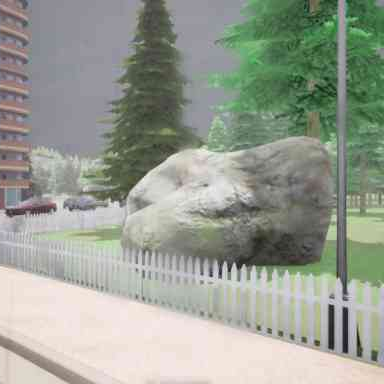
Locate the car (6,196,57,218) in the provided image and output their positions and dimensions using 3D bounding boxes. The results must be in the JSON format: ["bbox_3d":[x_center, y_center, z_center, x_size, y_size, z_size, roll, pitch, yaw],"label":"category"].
[{"bbox_3d":[-14.466,1.422,30.220,1.882,1.535,5.008,0,0,15],"label":"car"}]

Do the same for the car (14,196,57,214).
[{"bbox_3d":[-16.727,1.297,35.864,2.097,1.767,4.553,0,0,8],"label":"car"}]

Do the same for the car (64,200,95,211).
[{"bbox_3d":[-12.814,1.508,39.059,1.994,1.385,4.181,0,0,4],"label":"car"}]
